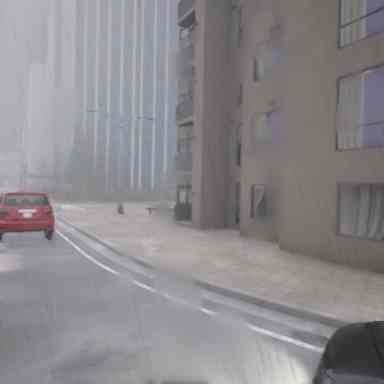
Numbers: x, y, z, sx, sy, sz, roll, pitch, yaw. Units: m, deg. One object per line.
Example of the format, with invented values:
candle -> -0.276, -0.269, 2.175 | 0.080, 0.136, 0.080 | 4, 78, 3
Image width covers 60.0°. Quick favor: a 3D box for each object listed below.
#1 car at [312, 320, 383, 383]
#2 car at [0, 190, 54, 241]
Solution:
car -> 2.959, 1.608, 2.169 | 4.181, 1.385, 1.994 | 2, 1, 32
car -> -7.728, 0.936, 15.138 | 2.150, 2.045, 5.566 | 1, 1, -31
